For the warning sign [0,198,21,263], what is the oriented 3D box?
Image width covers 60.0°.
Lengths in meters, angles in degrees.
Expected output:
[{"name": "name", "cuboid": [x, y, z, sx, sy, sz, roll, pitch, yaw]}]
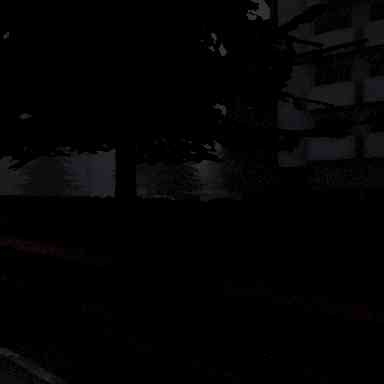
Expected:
[{"name": "warning sign", "cuboid": [-5.979, 1.114, 9.821, 1.060, 1.860, 1.300, 0, 0, 38]}]
